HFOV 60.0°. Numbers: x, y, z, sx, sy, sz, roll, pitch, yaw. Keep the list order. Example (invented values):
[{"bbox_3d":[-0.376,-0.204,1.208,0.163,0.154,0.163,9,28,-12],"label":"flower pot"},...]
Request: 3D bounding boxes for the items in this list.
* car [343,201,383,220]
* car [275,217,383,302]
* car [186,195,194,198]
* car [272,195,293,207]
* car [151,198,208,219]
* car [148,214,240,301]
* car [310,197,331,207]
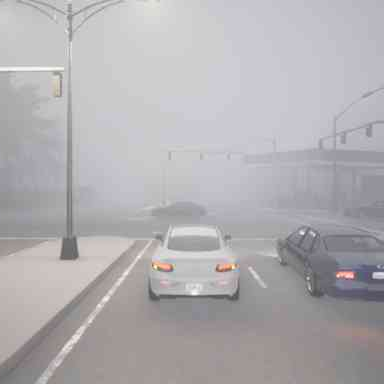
[{"bbox_3d":[15.187,1.463,27.640,5.008,1.535,1.882,0,0,-2],"label":"car"},{"bbox_3d":[3.518,1.542,8.482,2.033,1.411,5.357,0,0,3],"label":"car"},{"bbox_3d":[-0.428,1.396,72.795,1.812,1.442,4.674,0,0,0],"label":"car"},{"bbox_3d":[12.929,1.240,47.798,2.242,1.667,4.611,0,0,0],"label":"car"},{"bbox_3d":[-1.030,1.476,27.527,4.674,1.442,1.812,0,0,1],"label":"car"},{"bbox_3d":[0.039,1.513,8.178,1.812,1.442,4.674,0,0,0],"label":"car"},{"bbox_3d":[18.669,1.412,48.595,1.970,1.475,3.806,0,0,0],"label":"car"}]
